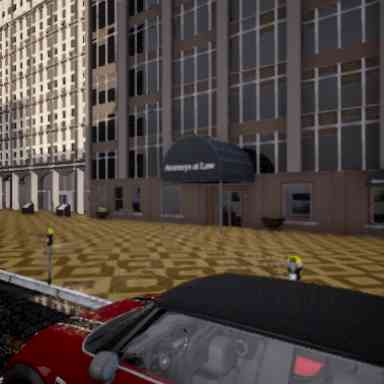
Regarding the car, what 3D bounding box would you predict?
[{"bbox_3d":[0.216,1.439,2.725,4.097,1.590,1.967,0,0,35],"label":"car"}]
